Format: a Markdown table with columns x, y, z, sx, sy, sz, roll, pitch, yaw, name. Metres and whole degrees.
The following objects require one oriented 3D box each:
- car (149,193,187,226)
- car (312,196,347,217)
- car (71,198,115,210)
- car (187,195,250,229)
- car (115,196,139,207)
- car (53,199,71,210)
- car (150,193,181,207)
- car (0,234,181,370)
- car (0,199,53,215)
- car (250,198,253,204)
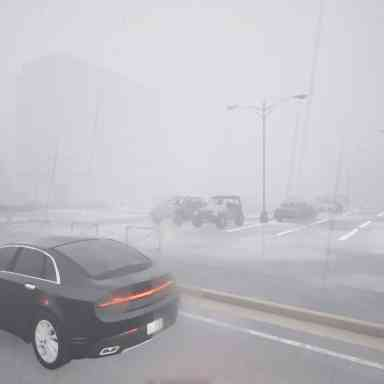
| x | y | z | sx | sy | sz | roll | pitch | yaw | name |
| --- | --- | --- | --- | --- | --- | --- | --- | --- | --- |
| -0.660 | 1.153 | 21.899 | 1.932 | 1.855 | 4.605 | 0 | 0 | 34 | car |
| 13.749 | 1.395 | 33.166 | 1.970 | 1.475 | 3.806 | 0 | 0 | 34 | car |
| -12.502 | 1.526 | 42.164 | 1.812 | 1.442 | 4.674 | 0 | 0 | 34 | car |
| 1.704 | 1.156 | 20.229 | 1.905 | 1.878 | 3.866 | 0 | 0 | 34 | car |
| -10.380 | 1.352 | 51.579 | 2.097 | 1.767 | 4.553 | 0 | 0 | 35 | car |
| -17.176 | 1.547 | 41.506 | 2.033 | 1.411 | 5.357 | 0 | 0 | 34 | car |
| -4.295 | 1.221 | 54.338 | 2.150 | 2.045 | 5.566 | 0 | 0 | 33 | car |
| -2.454 | 1.505 | 5.750 | 4.892 | 1.490 | 1.837 | 0 | 0 | 36 | car |
| -17.502 | 1.601 | 34.752 | 1.895 | 1.301 | 4.718 | 0 | 0 | 34 | car |
| 9.835 | 1.505 | 62.475 | 1.837 | 1.490 | 4.892 | 0 | 0 | 34 | car |
